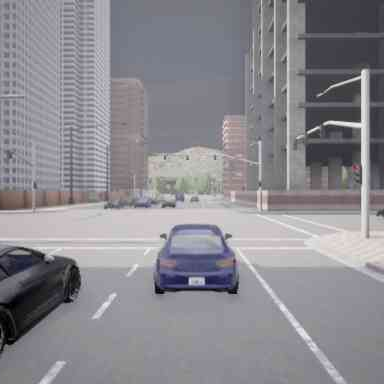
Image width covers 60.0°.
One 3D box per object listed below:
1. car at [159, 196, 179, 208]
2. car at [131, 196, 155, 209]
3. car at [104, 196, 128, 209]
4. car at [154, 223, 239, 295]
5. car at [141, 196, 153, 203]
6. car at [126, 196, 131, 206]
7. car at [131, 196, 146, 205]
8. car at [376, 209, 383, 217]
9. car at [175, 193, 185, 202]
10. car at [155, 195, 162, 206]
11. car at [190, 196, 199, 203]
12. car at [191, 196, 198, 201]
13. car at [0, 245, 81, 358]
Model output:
[{"bbox_3d":[-3.319,1.683,49.389,1.895,1.301,4.718,0,0,1],"label":"car"},{"bbox_3d":[-7.048,1.557,47.995,1.882,1.535,5.008,0,0,1],"label":"car"},{"bbox_3d":[-10.590,1.639,45.498,1.994,1.385,4.181,0,0,1],"label":"car"},{"bbox_3d":[0.104,1.540,8.655,1.812,1.442,4.674,0,0,0],"label":"car"},{"bbox_3d":[-9.956,1.597,74.363,1.882,1.535,5.008,0,0,1],"label":"car"},{"bbox_3d":[-10.435,1.442,54.058,2.097,1.767,4.553,0,0,1],"label":"car"},{"bbox_3d":[-10.199,1.584,64.187,1.882,1.535,5.008,0,0,2],"label":"car"},{"bbox_3d":[18.371,1.594,27.652,5.357,1.411,2.033,0,0,1],"label":"car"},{"bbox_3d":[-2.869,1.356,78.784,2.150,2.045,5.566,0,0,1],"label":"car"},{"bbox_3d":[-6.861,1.696,57.338,1.895,1.301,4.718,0,0,1],"label":"car"},{"bbox_3d":[0.569,1.651,75.536,2.128,1.511,4.902,0,0,1],"label":"car"},{"bbox_3d":[0.770,1.667,85.931,1.812,1.442,4.674,0,0,1],"label":"car"},{"bbox_3d":[-3.419,1.573,5.582,1.994,1.385,4.181,0,0,1],"label":"car"}]
